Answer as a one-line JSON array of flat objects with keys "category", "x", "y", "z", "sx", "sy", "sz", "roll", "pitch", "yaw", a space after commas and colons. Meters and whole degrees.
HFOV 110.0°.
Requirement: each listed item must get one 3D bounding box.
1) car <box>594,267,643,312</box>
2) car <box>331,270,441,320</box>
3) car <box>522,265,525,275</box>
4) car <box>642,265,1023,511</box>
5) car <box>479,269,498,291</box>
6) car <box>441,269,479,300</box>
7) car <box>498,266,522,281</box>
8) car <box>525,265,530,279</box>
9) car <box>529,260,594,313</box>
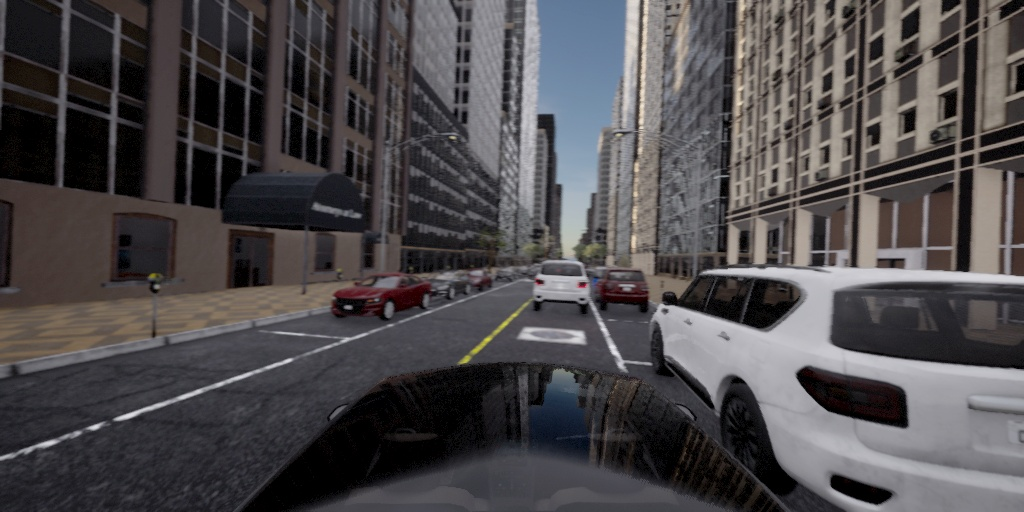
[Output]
[{"category": "car", "x": 4.919, "y": 1.445, "z": 16.557, "sx": 2.192, "sy": 1.841, "sz": 5.009, "roll": 0, "pitch": 0, "yaw": 9}, {"category": "car", "x": -4.270, "y": 1.245, "z": 12.324, "sx": 1.888, "sy": 1.381, "sz": 4.507, "roll": 0, "pitch": 0, "yaw": 9}, {"category": "car", "x": 1.295, "y": 1.880, "z": 45.962, "sx": 2.007, "sy": 1.370, "sz": 4.403, "roll": 0, "pitch": 0, "yaw": 9}, {"category": "car", "x": 3.415, "y": 1.154, "z": 4.673, "sx": 2.150, "sy": 2.045, "sz": 5.566, "roll": 2, "pitch": -1, "yaw": 9}, {"category": "car", "x": -2.415, "y": 1.492, "z": 23.537, "sx": 1.802, "sy": 1.307, "sz": 4.207, "roll": 0, "pitch": 0, "yaw": 9}, {"category": "car", "x": -3.343, "y": 1.355, "z": 17.930, "sx": 2.007, "sy": 1.370, "sz": 4.403, "roll": 0, "pitch": 0, "yaw": 9}, {"category": "car", "x": -0.560, "y": 1.671, "z": 34.750, "sx": 2.007, "sy": 1.370, "sz": 4.403, "roll": 0, "pitch": 0, "yaw": 9}, {"category": "car", "x": 2.945, "y": 1.847, "z": 39.543, "sx": 1.812, "sy": 1.442, "sz": 4.674, "roll": 2, "pitch": -1, "yaw": 10}, {"category": "car", "x": 2.243, "y": 1.233, "z": 15.991, "sx": 2.150, "sy": 2.045, "sz": 5.566, "roll": 2, "pitch": -1, "yaw": 9}]
